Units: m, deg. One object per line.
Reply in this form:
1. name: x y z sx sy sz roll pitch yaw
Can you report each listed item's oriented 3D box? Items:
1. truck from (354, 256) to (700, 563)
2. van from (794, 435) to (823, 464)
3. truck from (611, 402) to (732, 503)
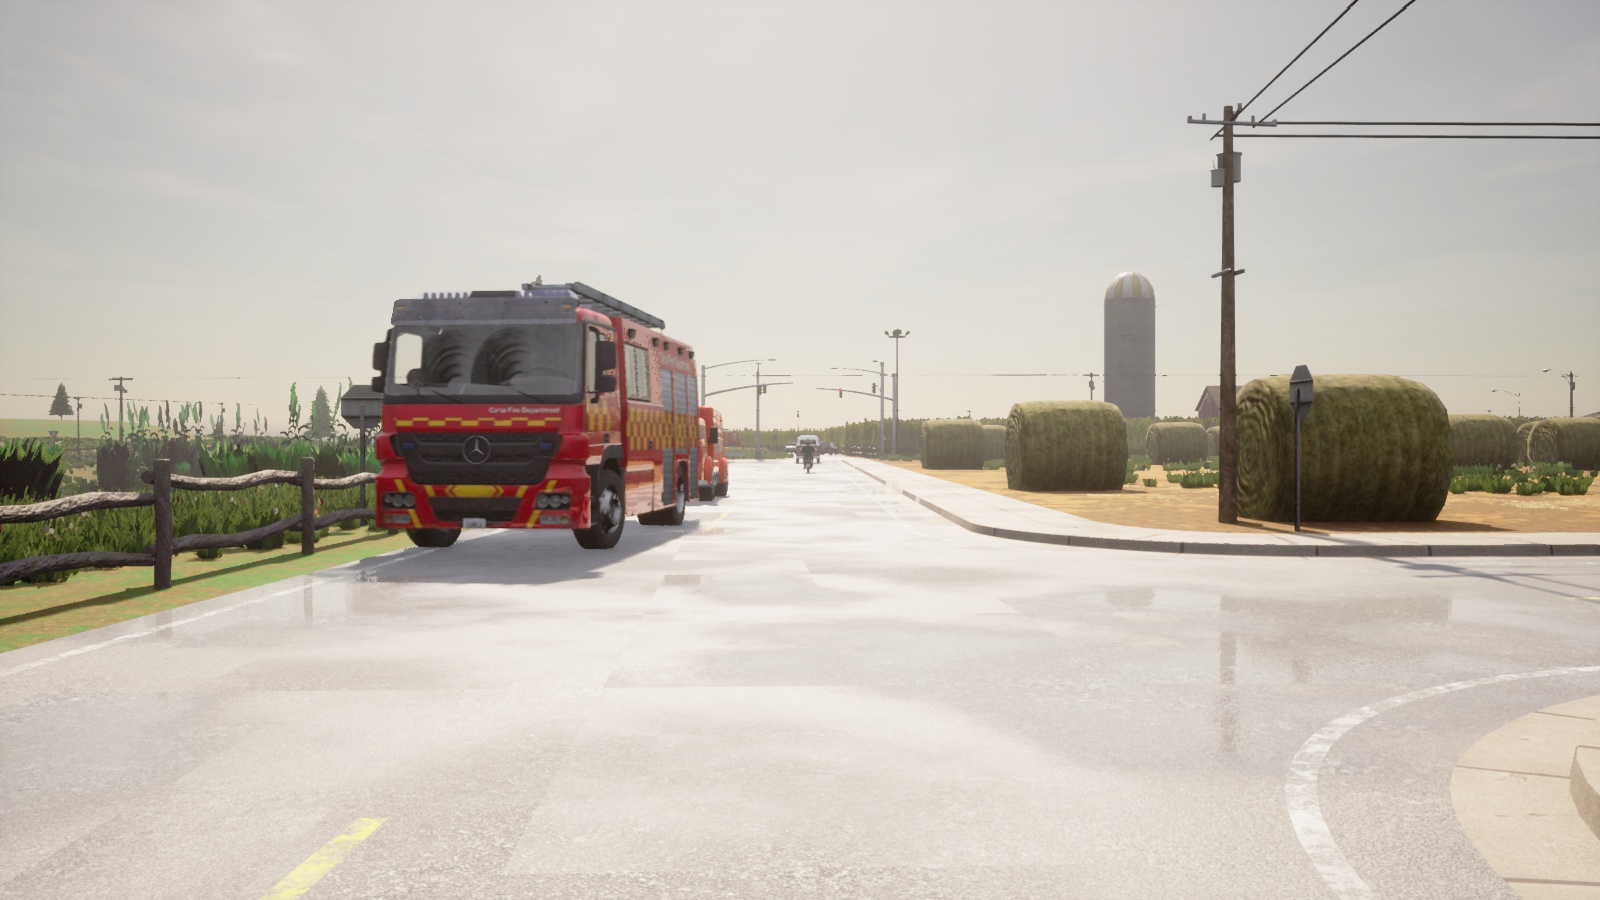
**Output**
1. truck: -3.788 -0.533 20.024 2.891 3.827 8.468 0 0 6
2. van: 0.589 -0.048 91.887 2.069 2.038 4.480 0 0 0
3. truck: -3.278 0.079 33.295 2.627 2.467 5.204 0 0 0
